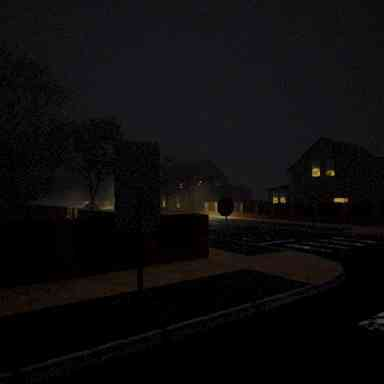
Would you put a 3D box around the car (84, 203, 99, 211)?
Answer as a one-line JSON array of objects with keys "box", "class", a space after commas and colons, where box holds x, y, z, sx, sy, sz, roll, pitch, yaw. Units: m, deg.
[{"box": [-18.200, 2.657, 60.117, 1.882, 1.535, 5.008, -1, -1, -31], "class": "car"}]
